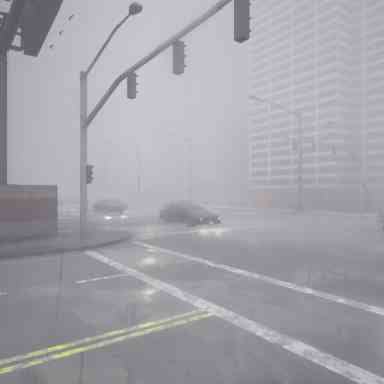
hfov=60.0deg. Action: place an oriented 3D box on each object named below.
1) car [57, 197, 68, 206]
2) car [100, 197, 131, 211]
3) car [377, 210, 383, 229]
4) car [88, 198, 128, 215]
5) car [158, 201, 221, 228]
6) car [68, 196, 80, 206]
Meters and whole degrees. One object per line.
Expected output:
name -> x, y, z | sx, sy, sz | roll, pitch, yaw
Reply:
car -> -21.644, 1.507, 52.922 | 1.837, 1.490, 4.892 | 0, -1, -35
car -> -9.676, 1.491, 41.915 | 2.128, 1.511, 4.902 | 0, 0, -35
car -> 12.958, 1.352, 18.450 | 4.553, 1.767, 2.097 | 0, 0, 10
car -> -8.725, 1.478, 34.495 | 1.882, 1.535, 5.008 | 0, 0, -35
car -> -0.327, 1.547, 22.600 | 2.033, 1.411, 5.357 | 0, 0, -35
car -> -20.175, 1.571, 56.948 | 1.812, 1.442, 4.674 | 0, 0, -35
